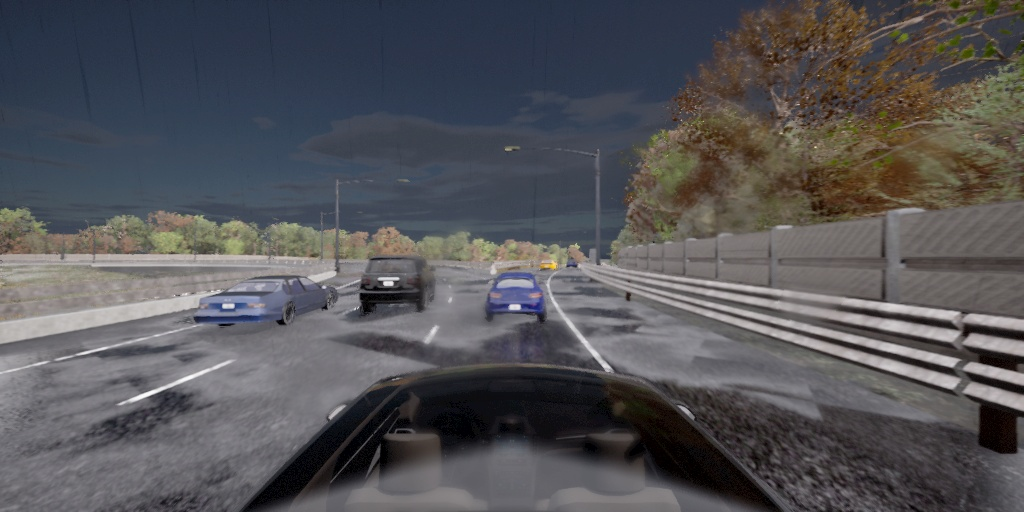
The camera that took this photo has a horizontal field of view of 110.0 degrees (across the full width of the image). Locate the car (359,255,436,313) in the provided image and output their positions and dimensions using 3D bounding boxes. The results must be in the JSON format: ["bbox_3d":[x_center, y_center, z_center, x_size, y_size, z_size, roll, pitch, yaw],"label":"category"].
[{"bbox_3d":[-4.341,0.992,14.323,2.150,2.045,5.566,0,0,-7],"label":"car"}]

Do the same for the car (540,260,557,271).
[{"bbox_3d":[5.096,1.229,49.353,1.882,1.535,5.008,0,0,13],"label":"car"}]

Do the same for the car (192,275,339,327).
[{"bbox_3d":[-7.522,1.329,11.679,2.033,1.411,5.357,0,0,-6],"label":"car"}]

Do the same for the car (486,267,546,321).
[{"bbox_3d":[0.158,1.280,12.410,1.812,1.442,4.674,0,0,2],"label":"car"}]
